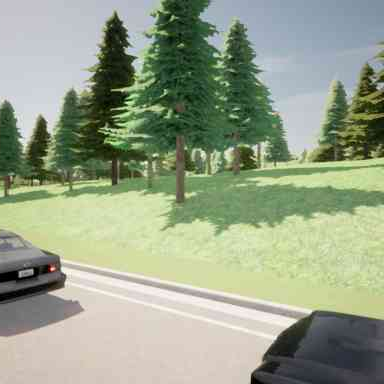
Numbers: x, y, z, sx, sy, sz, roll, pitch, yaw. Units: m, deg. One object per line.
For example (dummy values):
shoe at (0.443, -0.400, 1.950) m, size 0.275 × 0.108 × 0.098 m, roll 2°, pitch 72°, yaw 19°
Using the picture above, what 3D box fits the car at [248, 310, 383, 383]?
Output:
car at (2.711, 1.601, 2.056) m, size 4.718 × 1.301 × 1.895 m, roll 0°, pitch 0°, yaw 36°

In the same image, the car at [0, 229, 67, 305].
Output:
car at (-5.105, 1.546, 7.618) m, size 5.357 × 1.411 × 2.033 m, roll 0°, pitch 0°, yaw 36°
